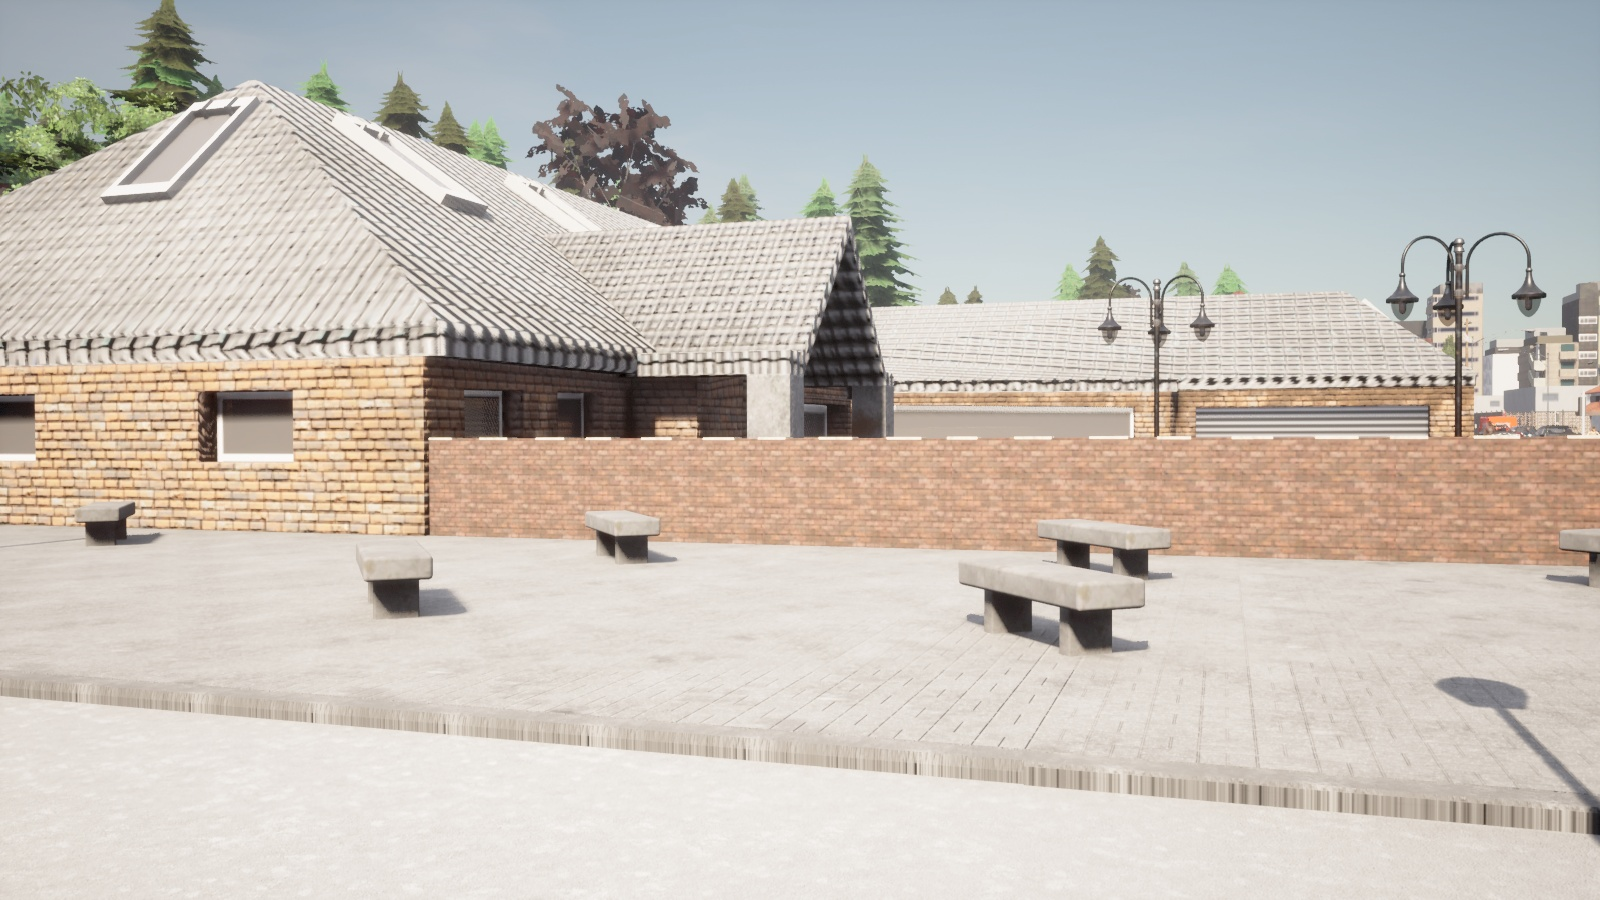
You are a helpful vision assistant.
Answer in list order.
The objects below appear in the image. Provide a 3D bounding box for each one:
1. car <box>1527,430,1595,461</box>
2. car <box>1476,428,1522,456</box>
[{"bbox_3d":[42.318,-0.290,69.938,2.242,1.667,4.611,1,1,19],"label":"car"},{"bbox_3d":[47.662,-0.551,85.748,1.932,1.855,4.605,1,1,18],"label":"car"}]
